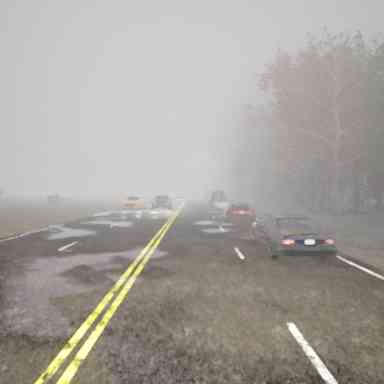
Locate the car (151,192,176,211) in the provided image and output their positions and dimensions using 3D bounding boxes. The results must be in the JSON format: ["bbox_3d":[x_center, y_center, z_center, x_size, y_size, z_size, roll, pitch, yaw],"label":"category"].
[{"bbox_3d":[-3.157,1.030,35.847,2.097,1.767,4.553,0,0,0],"label":"car"}]

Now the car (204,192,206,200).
[{"bbox_3d":[3.549,1.032,57.450,1.837,1.490,4.892,-1,0,0],"label":"car"}]

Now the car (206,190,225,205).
[{"bbox_3d":[3.514,0.825,46.488,2.150,2.045,5.566,1,-1,0],"label":"car"}]

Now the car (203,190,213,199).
[{"bbox_3d":[3.712,0.553,79.487,2.150,2.045,5.566,1,-1,0],"label":"car"}]

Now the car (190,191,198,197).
[{"bbox_3d":[0.499,0.667,89.020,2.033,1.411,5.357,0,0,0],"label":"car"}]

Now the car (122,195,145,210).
[{"bbox_3d":[-6.401,1.124,36.855,1.882,1.535,5.008,0,0,0],"label":"car"}]

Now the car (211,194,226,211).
[{"bbox_3d":[3.444,1.300,35.475,1.895,1.301,4.718,1,2,0],"label":"car"}]

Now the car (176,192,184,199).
[{"bbox_3d":[-2.822,0.819,76.572,2.128,1.511,4.902,0,0,0],"label":"car"}]

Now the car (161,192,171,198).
[{"bbox_3d":[-6.060,0.681,78.300,1.812,1.442,4.674,0,0,0],"label":"car"}]

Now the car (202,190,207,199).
[{"bbox_3d":[3.638,0.780,68.428,2.097,1.767,4.553,1,-1,0],"label":"car"}]

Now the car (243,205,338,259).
[{"bbox_3d":[3.429,1.464,12.210,2.033,1.411,5.357,0,1,0],"label":"car"}]

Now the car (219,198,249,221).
[{"bbox_3d":[3.371,1.355,24.459,1.994,1.385,4.181,1,-1,0],"label":"car"}]
